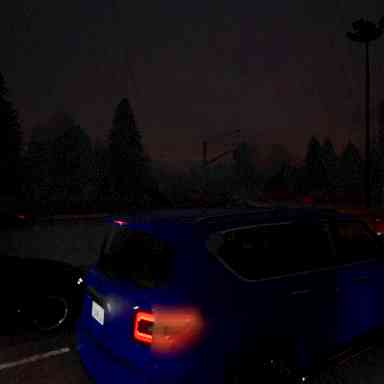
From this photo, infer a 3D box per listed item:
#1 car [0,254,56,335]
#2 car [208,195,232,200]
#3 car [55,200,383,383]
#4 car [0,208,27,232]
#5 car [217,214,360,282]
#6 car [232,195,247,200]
[{"bbox_3d":[-3.813,1.564,5.318,4.181,1.385,1.994,0,0,-36],"label":"car"},{"bbox_3d":[3.392,1.347,48.701,1.994,1.385,4.181,-1,0,-35],"label":"car"},{"bbox_3d":[1.312,1.205,4.663,5.566,2.045,2.150,-1,0,-35],"label":"car"},{"bbox_3d":[-11.281,1.527,17.434,4.674,1.442,1.812,0,0,-35],"label":"car"},{"bbox_3d":[3.034,1.514,10.178,4.181,1.385,1.994,-1,0,-34],"label":"car"},{"bbox_3d":[6.373,1.235,50.544,1.882,1.535,5.008,-1,0,-35],"label":"car"}]
